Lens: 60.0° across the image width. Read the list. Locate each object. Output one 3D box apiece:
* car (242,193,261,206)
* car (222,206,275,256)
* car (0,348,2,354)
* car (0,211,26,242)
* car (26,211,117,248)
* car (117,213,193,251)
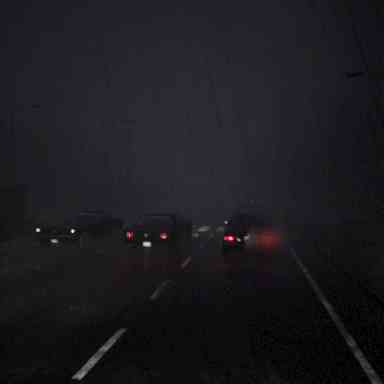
[{"bbox_3d":[7.426,1.092,41.443,2.150,2.045,5.566,0,1,10],"label":"car"},{"bbox_3d":[2.193,1.504,12.936,2.033,1.411,5.357,0,0,10],"label":"car"},{"bbox_3d":[-3.121,1.585,1.469,1.895,1.301,4.718,0,0,4],"label":"car"},{"bbox_3d":[-8.459,1.486,13.967,1.994,1.385,4.181,0,0,11],"label":"car"},{"bbox_3d":[-4.758,1.530,14.651,1.895,1.301,4.718,0,0,11],"label":"car"},{"bbox_3d":[-1.192,1.544,13.872,1.895,1.301,4.718,0,0,10],"label":"car"}]
